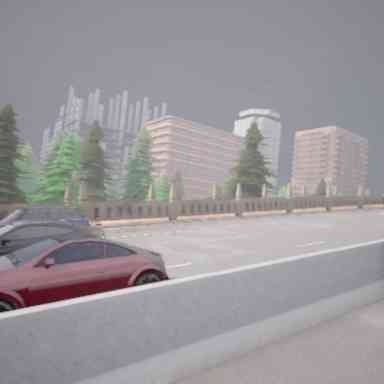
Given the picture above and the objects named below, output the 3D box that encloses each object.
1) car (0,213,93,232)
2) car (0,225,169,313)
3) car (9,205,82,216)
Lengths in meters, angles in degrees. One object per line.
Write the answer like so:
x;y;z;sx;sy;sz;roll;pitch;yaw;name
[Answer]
-4.660;1.516;9.267;4.674;1.442;1.812;0;0;-35;car
-2.540;1.553;6.481;4.181;1.385;1.994;0;0;-36;car
-6.091;1.337;12.546;4.553;1.767;2.097;0;0;-36;car
